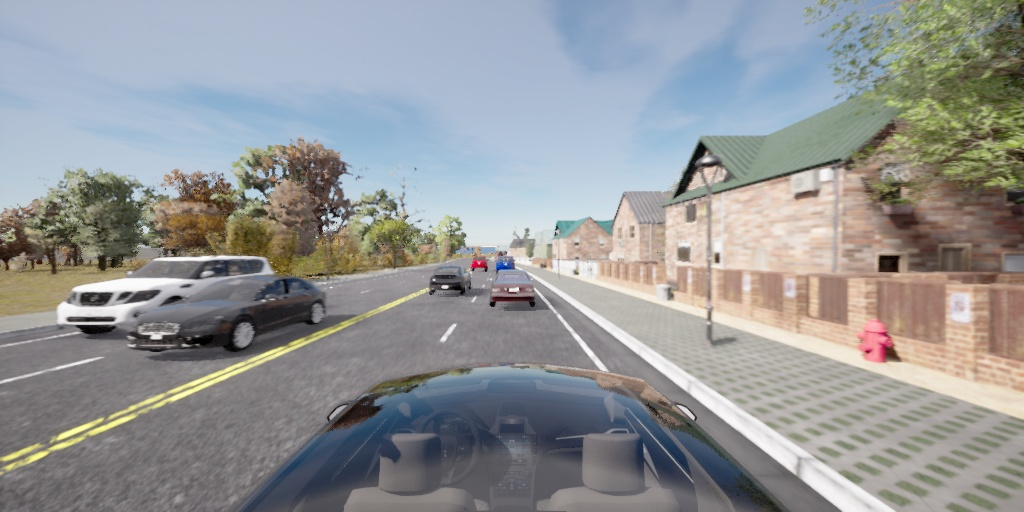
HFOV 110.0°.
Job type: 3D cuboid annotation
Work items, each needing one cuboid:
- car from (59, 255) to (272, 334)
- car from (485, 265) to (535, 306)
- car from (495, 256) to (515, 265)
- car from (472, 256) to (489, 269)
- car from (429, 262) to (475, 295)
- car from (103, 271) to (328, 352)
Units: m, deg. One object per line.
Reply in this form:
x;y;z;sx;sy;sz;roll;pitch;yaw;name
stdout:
-9.807;0.996;11.077;2.150;2.045;5.566;0;0;0;car
-0.009;1.308;15.821;2.033;1.411;5.357;0;0;-1;car
-0.802;1.003;41.945;2.150;2.045;5.566;0;0;-3;car
-4.428;1.015;49.605;2.150;2.045;5.566;0;0;-3;car
-3.352;1.274;20.154;1.837;1.490;4.892;0;0;-1;car
-6.568;1.271;9.061;1.837;1.490;4.892;0;-1;0;car
